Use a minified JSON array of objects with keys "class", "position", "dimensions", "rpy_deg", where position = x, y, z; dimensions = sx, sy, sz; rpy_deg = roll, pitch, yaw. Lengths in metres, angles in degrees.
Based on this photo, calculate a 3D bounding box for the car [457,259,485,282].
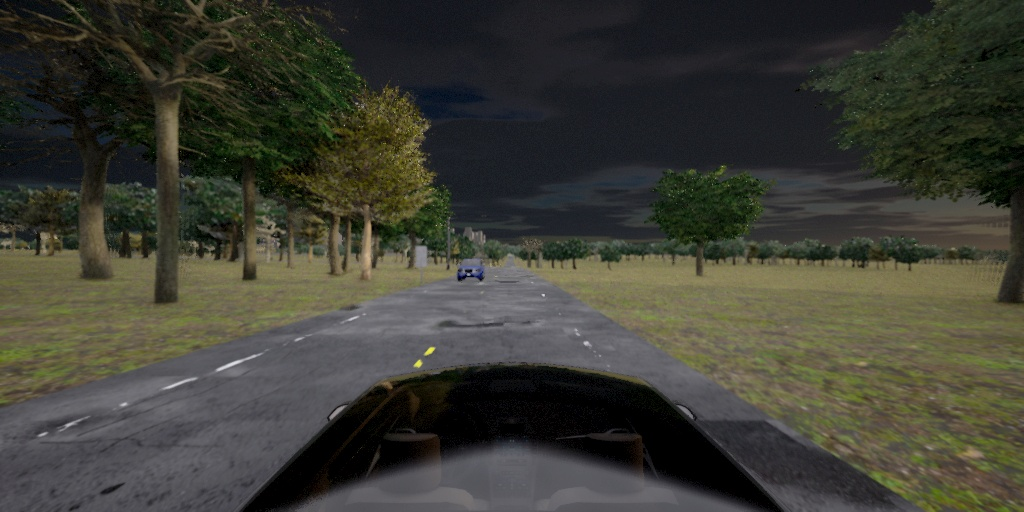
[{"class":"car","position":[-3.655,1.243,32.834],"dimensions":[2.150,2.045,5.566],"rpy_deg":[0,-1,-1]}]
